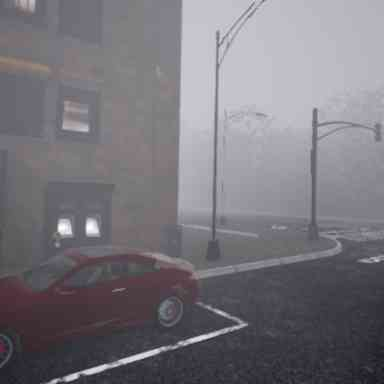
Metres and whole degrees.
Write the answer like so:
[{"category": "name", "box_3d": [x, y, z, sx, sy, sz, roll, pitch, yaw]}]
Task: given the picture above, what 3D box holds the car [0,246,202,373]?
[{"category": "car", "box_3d": [-1.751, 1.601, 5.458, 4.206, 1.307, 1.802, 1, 0, -35]}]
